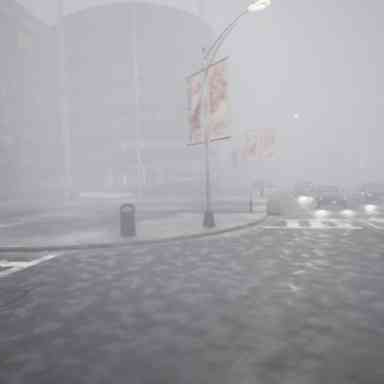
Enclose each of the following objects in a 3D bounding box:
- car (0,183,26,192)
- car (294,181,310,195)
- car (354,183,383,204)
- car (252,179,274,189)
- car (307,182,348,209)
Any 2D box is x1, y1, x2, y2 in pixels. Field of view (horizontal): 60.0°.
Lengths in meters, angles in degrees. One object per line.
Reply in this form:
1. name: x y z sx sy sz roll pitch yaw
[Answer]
1. car: -34.413 -0.634 63.003 5.566 2.045 2.435 -1 2 13
2. car: 12.419 -0.472 36.884 2.128 1.511 4.902 -1 3 11
3. car: 13.507 0.040 24.965 1.812 1.442 4.674 -1 3 13
4. car: 12.236 -1.478 57.354 2.097 1.767 4.553 -3 3 -18
5. car: 9.263 0.259 22.750 1.812 1.442 4.674 -1 3 13
